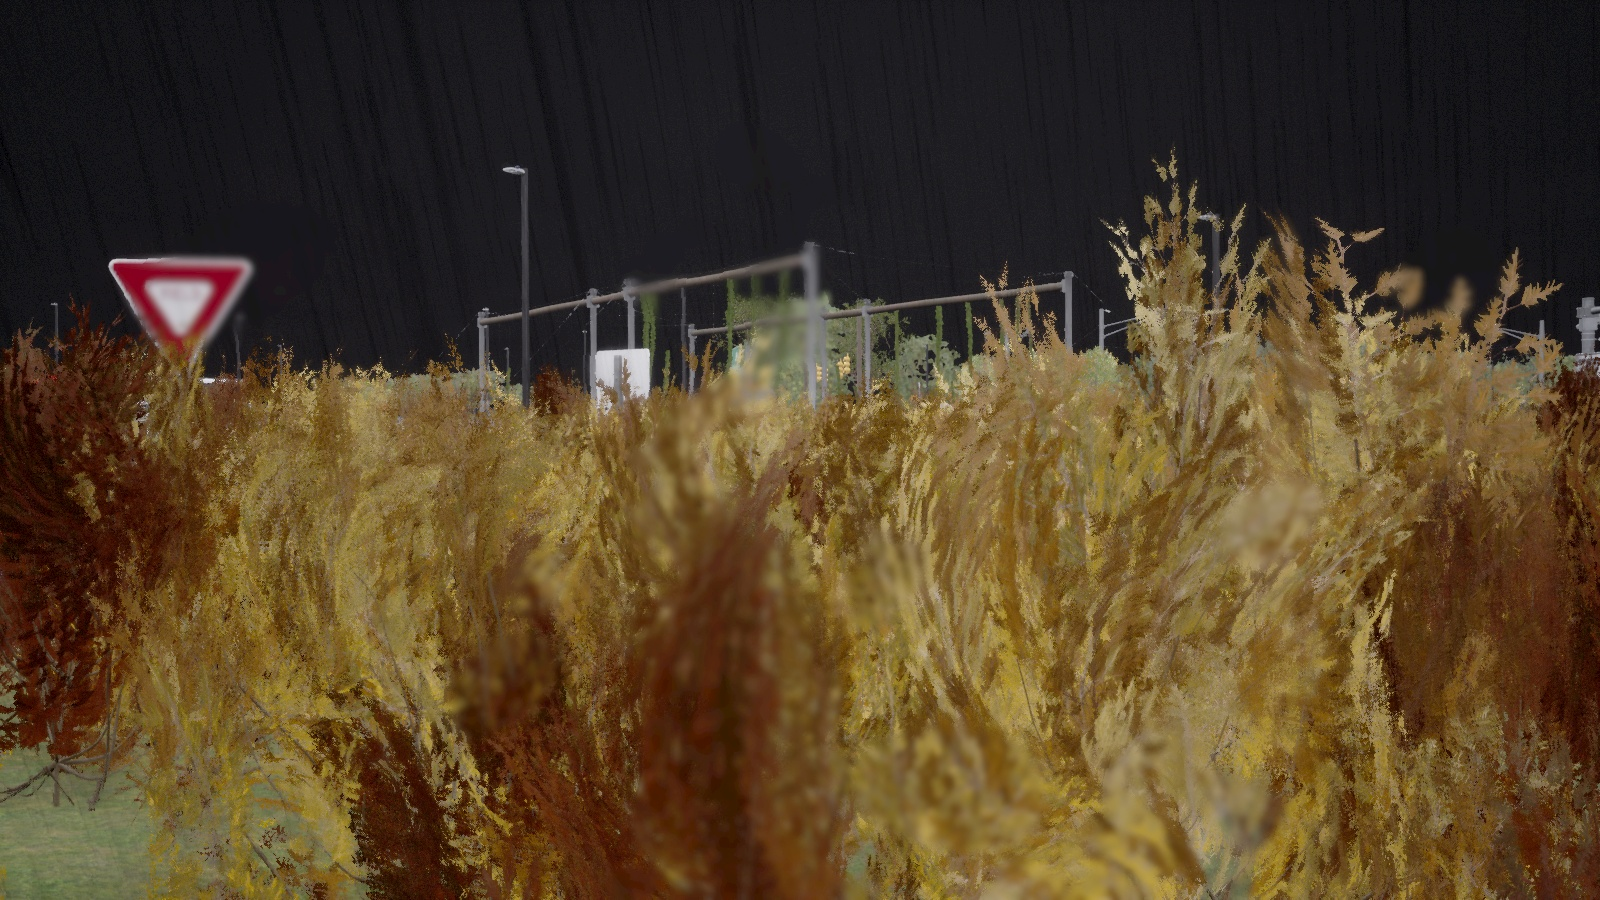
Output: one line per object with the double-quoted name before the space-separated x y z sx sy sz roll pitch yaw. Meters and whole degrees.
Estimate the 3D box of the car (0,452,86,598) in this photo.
"car" -10.417 0.754 13.385 4.674 1.442 1.812 0 2 6

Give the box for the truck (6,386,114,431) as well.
"truck" -46.764 -2.602 79.507 5.204 2.467 2.627 3 0 -10
